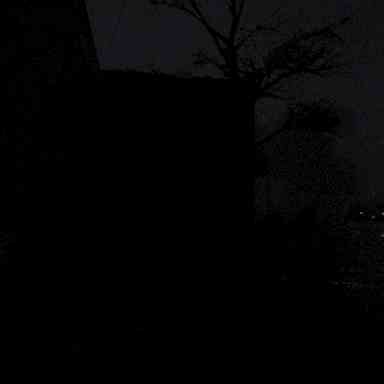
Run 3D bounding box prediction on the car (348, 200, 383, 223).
[{"bbox_3d":[13.450,1.533,25.826,1.812,1.442,4.674,1,0,15],"label":"car"}]
